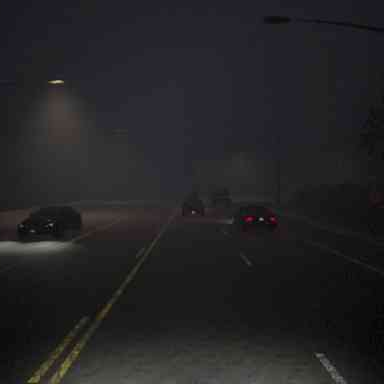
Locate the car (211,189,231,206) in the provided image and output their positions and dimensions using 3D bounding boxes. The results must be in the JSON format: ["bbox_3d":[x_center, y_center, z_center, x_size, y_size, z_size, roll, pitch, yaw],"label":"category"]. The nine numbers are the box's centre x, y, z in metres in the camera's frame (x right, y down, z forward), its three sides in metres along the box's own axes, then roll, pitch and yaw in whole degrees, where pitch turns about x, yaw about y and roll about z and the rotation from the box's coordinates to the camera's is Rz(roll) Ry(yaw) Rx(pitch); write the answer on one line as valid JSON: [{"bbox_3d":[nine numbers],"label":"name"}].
[{"bbox_3d":[3.605,0.685,41.967,2.150,2.045,5.566,0,1,0],"label":"car"}]

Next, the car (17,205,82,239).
[{"bbox_3d":[-7.093,1.448,17.119,1.812,1.442,4.674,0,1,0],"label":"car"}]

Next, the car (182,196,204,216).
[{"bbox_3d":[0.103,1.332,29.577,1.895,1.301,4.718,0,1,0],"label":"car"}]

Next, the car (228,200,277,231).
[{"bbox_3d":[3.603,1.439,19.772,2.033,1.411,5.357,0,1,0],"label":"car"}]

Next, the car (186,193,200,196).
[{"bbox_3d":[0.132,0.822,47.426,1.882,1.535,5.008,0,1,1],"label":"car"}]
